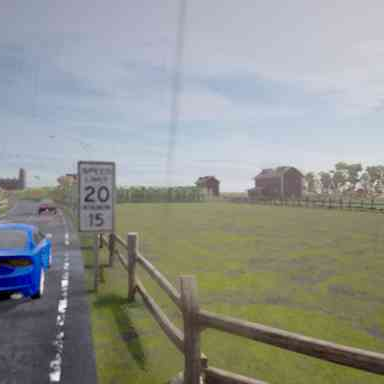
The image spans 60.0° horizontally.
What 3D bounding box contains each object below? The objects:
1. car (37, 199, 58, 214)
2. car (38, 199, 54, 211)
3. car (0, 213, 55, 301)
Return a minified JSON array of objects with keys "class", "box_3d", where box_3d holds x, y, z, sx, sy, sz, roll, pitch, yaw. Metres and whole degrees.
[{"class":"car","box_3d":[-16.089,1.674,36.999,1.837,1.490,4.892,1,0,-23]},{"class":"car","box_3d":[-20.333,1.710,46.245,1.837,1.490,4.892,1,0,-26]},{"class":"car","box_3d":[-4.604,1.512,8.222,1.882,1.535,5.008,1,0,-20]}]
